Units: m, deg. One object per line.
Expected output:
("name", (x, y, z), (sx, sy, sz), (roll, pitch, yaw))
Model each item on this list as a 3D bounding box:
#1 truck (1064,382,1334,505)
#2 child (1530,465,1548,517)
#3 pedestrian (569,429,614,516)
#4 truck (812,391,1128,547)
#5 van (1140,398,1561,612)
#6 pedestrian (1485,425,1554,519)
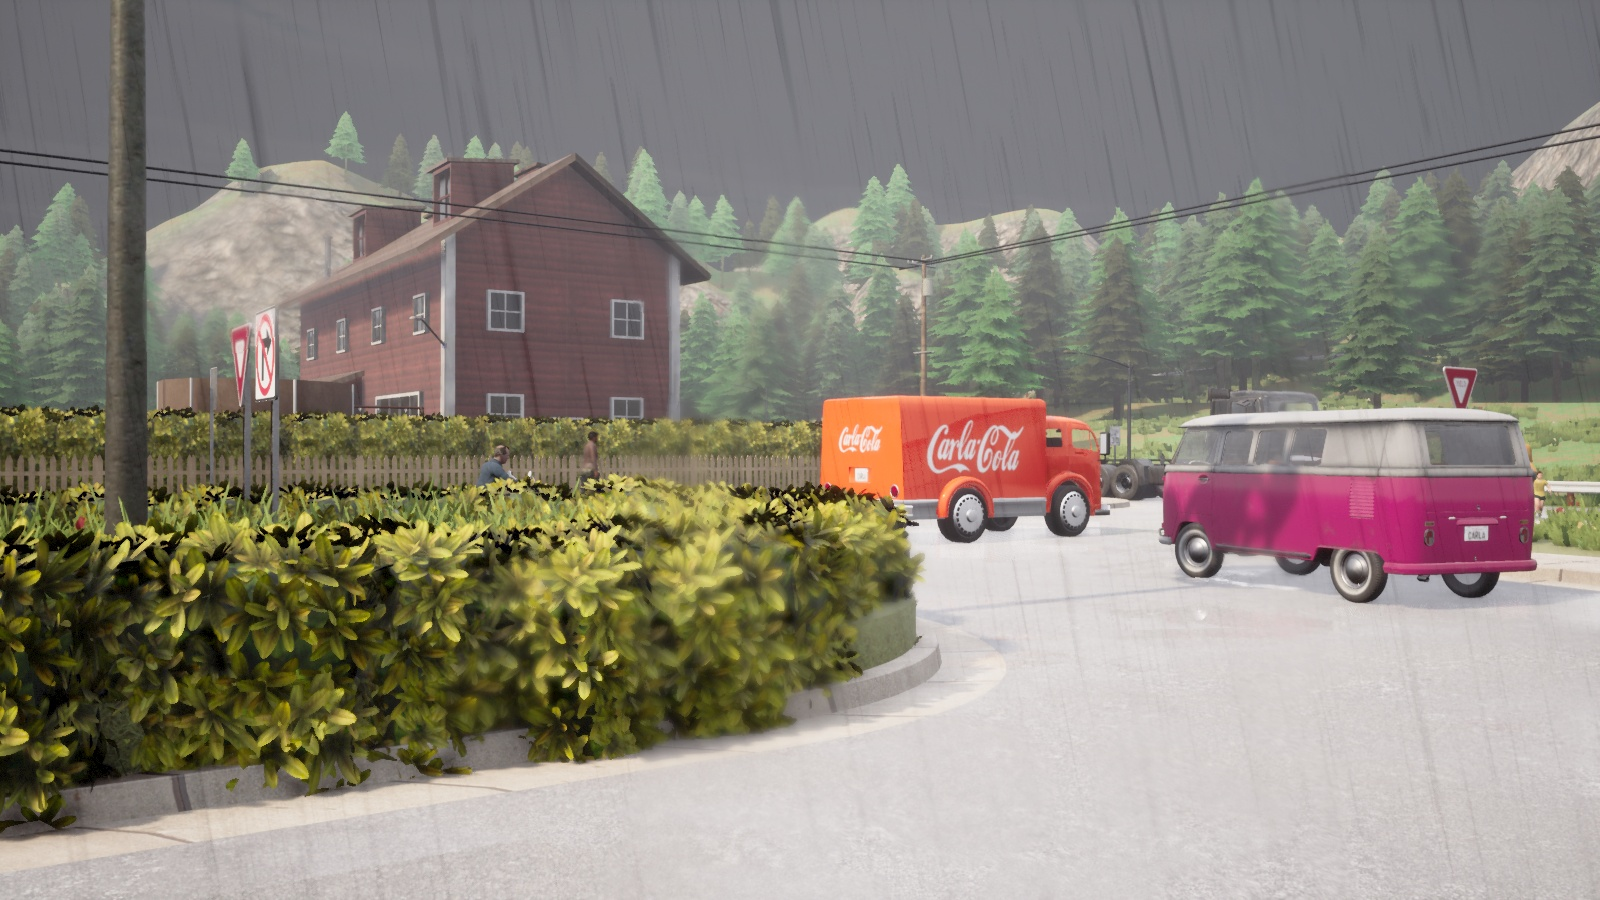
("truck", (12.222, -0.167, 39.272), (2.891, 3.462, 7.936), (0, 0, -34))
("child", (15.954, 0.871, 27.120), (0.255, 1.110, 0.394), (0, 0, 19))
("pedestrian", (-4.389, 0.474, 26.455), (0.869, 1.805, 0.328), (0, 0, -35))
("truck", (3.098, 0.306, 22.486), (5.204, 2.467, 2.627), (0, 0, -35))
("van", (5.870, 0.520, 14.076), (1.775, 1.987, 4.442), (0, 0, -19))
("pedestrian", (14.596, 0.431, 25.480), (0.874, 1.855, 0.900), (0, 0, -30))
